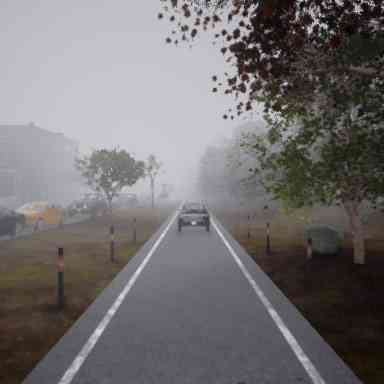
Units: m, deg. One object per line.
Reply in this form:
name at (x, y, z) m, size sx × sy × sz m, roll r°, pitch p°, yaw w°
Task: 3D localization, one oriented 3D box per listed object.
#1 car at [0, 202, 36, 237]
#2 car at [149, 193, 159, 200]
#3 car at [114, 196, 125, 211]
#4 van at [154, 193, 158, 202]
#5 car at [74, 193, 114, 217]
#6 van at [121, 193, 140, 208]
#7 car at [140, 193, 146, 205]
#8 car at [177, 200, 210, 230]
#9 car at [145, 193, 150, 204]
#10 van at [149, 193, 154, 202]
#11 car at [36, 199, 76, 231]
car at (-9.029, 1.333, 14.047) m, size 2.097 × 1.535 × 5.008 m, roll 0°, pitch 0°, yaw 2°
car at (-10.399, 1.251, 91.629) m, size 2.435 × 2.045 × 5.566 m, roll 1°, pitch -1°, yaw -9°
car at (-9.057, 1.426, 36.223) m, size 2.002 × 1.452 × 4.674 m, roll 0°, pitch 0°, yaw 0°
van at (-9.261, 1.243, 74.854) m, size 1.878 × 1.987 × 4.442 m, roll 0°, pitch -1°, yaw -2°
car at (-9.048, 1.131, 29.479) m, size 2.435 × 2.045 × 5.566 m, roll 0°, pitch 0°, yaw 1°
van at (-9.076, 1.192, 47.195) m, size 1.878 × 1.987 × 4.442 m, roll 0°, pitch 0°, yaw 2°
car at (-9.078, 1.411, 52.880) m, size 2.231 × 1.521 × 4.892 m, roll 0°, pitch -1°, yaw -2°
car at (0.098, 1.457, 20.493) m, size 2.128 × 1.511 × 4.902 m, roll 0°, pitch 0°, yaw 0°
car at (-9.084, 1.456, 58.391) m, size 2.163 × 1.488 × 4.792 m, roll 0°, pitch -1°, yaw -2°
van at (-9.095, 1.218, 64.904) m, size 1.878 × 1.987 × 4.442 m, roll 0°, pitch -1°, yaw -3°
car at (-9.036, 1.330, 19.594) m, size 2.097 × 1.535 × 5.008 m, roll 0°, pitch 0°, yaw 2°
